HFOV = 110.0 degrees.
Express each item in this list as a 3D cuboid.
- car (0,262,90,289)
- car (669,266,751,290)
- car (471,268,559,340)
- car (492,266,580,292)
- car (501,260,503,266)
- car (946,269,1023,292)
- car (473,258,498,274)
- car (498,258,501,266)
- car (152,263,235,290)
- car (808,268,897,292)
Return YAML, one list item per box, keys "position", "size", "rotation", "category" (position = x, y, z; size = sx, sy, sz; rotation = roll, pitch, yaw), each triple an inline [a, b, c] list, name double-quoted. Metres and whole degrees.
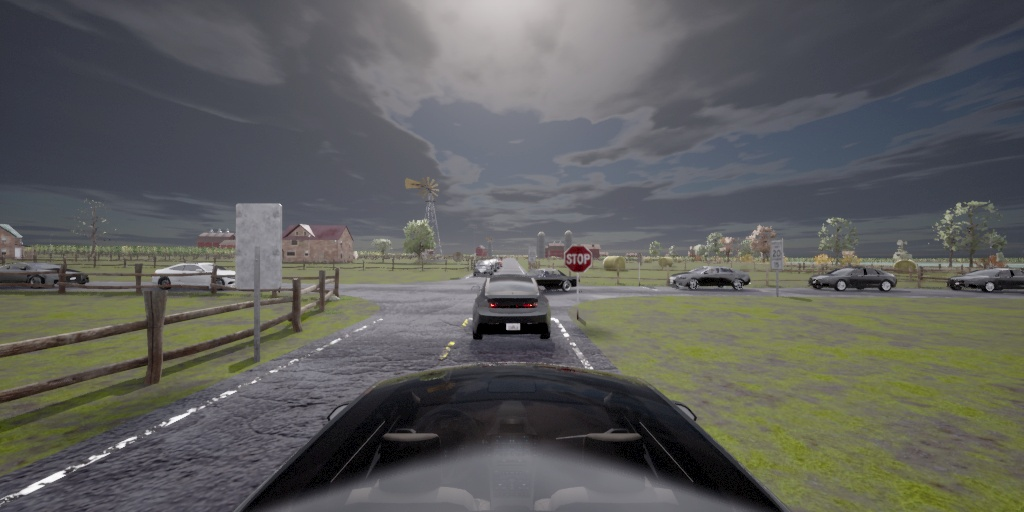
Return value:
- position: [-26.364, 1.048, 19.872]
  size: [4.181, 1.385, 1.994]
  rotation: [1, -1, -1]
  category: "car"
- position: [12.797, 1.396, 23.313]
  size: [4.902, 1.511, 2.128]
  rotation: [1, -1, -2]
  category: "car"
- position: [-0.074, 1.256, 10.038]
  size: [1.837, 1.490, 4.892]
  rotation: [0, 0, -2]
  category: "car"
- position: [1.499, 1.369, 20.084]
  size: [4.718, 1.301, 1.895]
  rotation: [1, 0, -35]
  category: "car"
- position: [-2.823, 1.240, 55.712]
  size: [2.128, 1.511, 4.902]
  rotation: [0, 0, 0]
  category: "car"
- position: [31.702, 1.586, 23.606]
  size: [4.892, 1.490, 1.837]
  rotation: [1, -1, -1]
  category: "car"
- position: [-2.861, 1.243, 36.725]
  size: [2.128, 1.511, 4.902]
  rotation: [0, 0, 0]
  category: "car"
- position: [-2.854, 1.241, 46.170]
  size: [2.128, 1.511, 4.902]
  rotation: [0, 0, 0]
  category: "car"
- position: [-17.244, 1.104, 19.994]
  size: [4.674, 1.442, 1.812]
  rotation: [1, -1, -1]
  category: "car"
- position: [22.199, 1.499, 23.485]
  size: [4.892, 1.490, 1.837]
  rotation: [1, -1, -1]
  category: "car"
